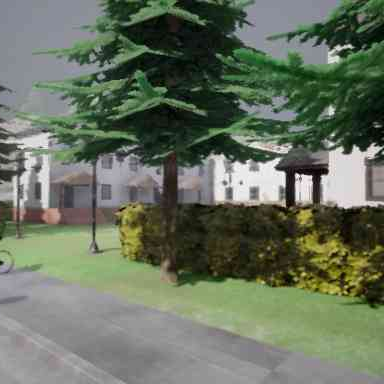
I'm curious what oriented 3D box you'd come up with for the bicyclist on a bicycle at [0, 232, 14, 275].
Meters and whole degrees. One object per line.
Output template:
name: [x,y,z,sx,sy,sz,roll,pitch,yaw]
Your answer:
bicyclist on a bicycle: [-5.565,1.476,8.804,0.582,1.620,1.656,-1,-3,40]
